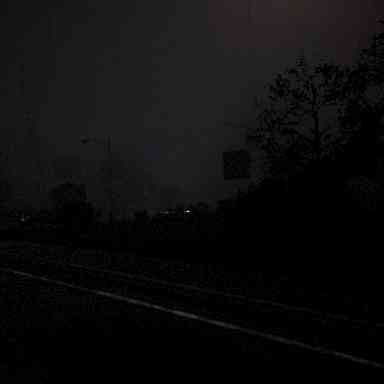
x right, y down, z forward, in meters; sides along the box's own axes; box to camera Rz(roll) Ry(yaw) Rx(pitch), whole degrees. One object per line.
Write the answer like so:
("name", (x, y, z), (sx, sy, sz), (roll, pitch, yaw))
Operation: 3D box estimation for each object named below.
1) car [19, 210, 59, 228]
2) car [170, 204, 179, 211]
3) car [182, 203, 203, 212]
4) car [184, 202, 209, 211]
("car", (-12.597, 2.203, 28.775), (1.994, 1.385, 4.181), (-4, -2, 35))
("car", (-2.813, 3.013, 63.908), (1.837, 1.490, 4.892), (-4, -2, 32))
("car", (0.149, 2.875, 62.048), (1.994, 1.385, 4.181), (-4, -2, 32))
("car", (1.427, 2.266, 50.955), (2.128, 1.511, 4.902), (-4, -2, 32))
